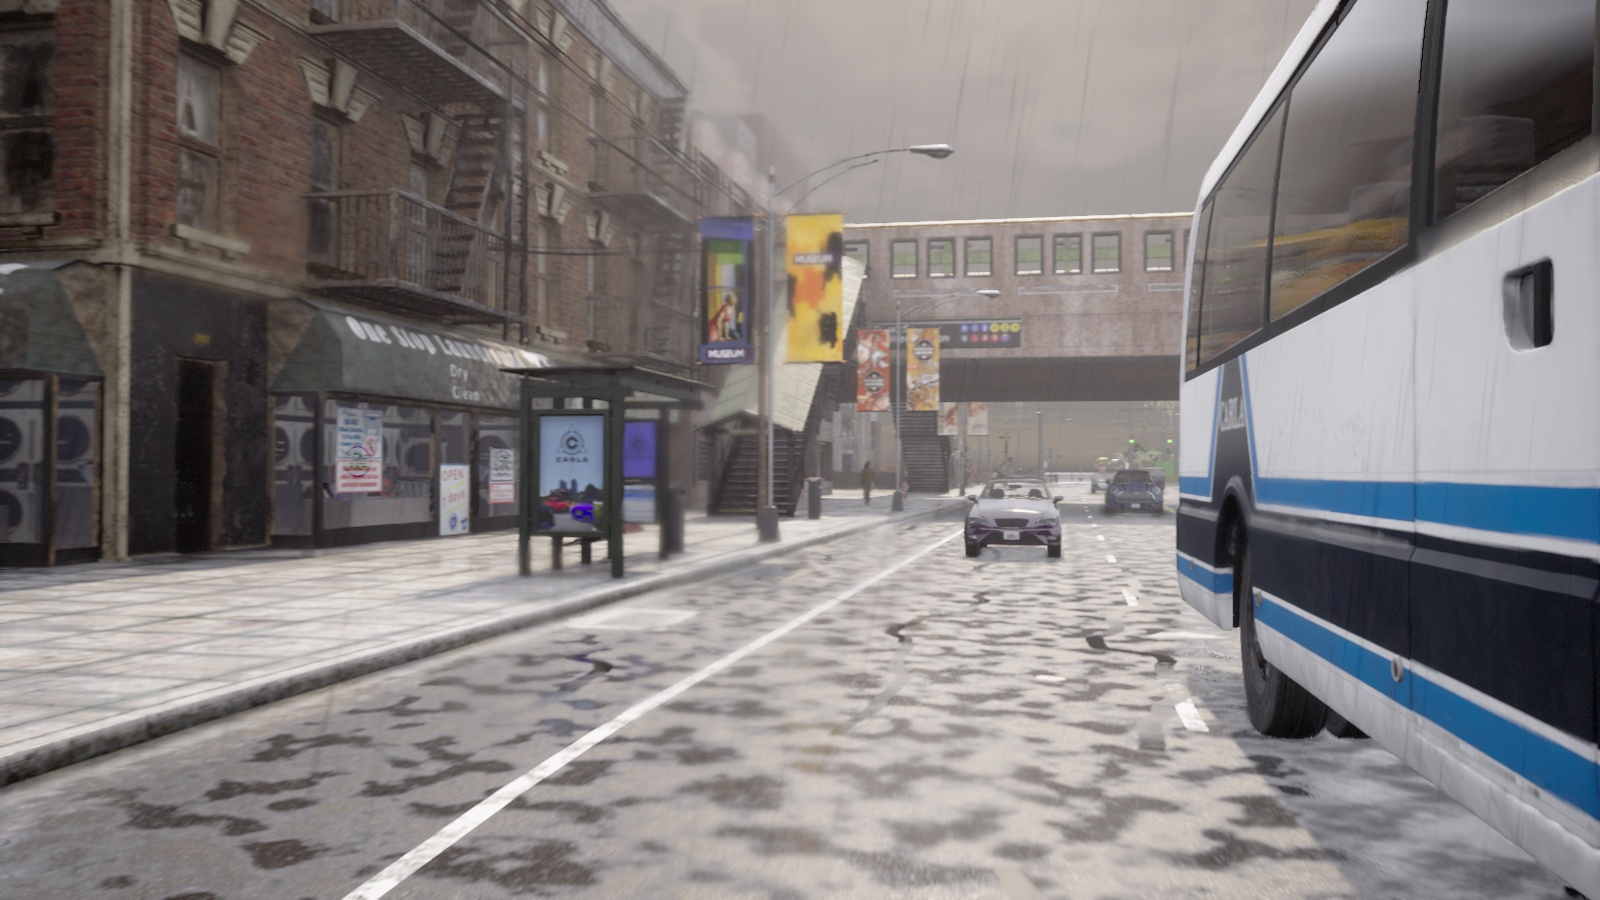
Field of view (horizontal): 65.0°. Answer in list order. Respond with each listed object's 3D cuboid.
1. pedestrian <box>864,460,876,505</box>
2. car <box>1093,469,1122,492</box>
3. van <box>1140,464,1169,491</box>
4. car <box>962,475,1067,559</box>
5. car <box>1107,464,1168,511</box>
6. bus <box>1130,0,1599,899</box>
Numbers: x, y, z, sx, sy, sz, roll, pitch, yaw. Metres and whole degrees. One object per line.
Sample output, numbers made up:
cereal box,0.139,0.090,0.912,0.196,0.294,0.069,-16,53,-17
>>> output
pedestrian,2.847,1.316,50.919,0.431,1.840,0.709,0,-1,6
car,23.142,2.264,94.653,2.033,1.649,4.856,0,-1,12
van,26.798,2.083,95.020,1.775,1.987,4.442,0,-1,12
car,4.222,1.223,24.287,1.816,1.474,4.193,0,-1,12
car,13.299,1.468,49.763,2.097,1.767,4.553,0,-1,12
bus,3.769,-0.494,4.724,3.944,4.253,10.273,-1,-1,10
